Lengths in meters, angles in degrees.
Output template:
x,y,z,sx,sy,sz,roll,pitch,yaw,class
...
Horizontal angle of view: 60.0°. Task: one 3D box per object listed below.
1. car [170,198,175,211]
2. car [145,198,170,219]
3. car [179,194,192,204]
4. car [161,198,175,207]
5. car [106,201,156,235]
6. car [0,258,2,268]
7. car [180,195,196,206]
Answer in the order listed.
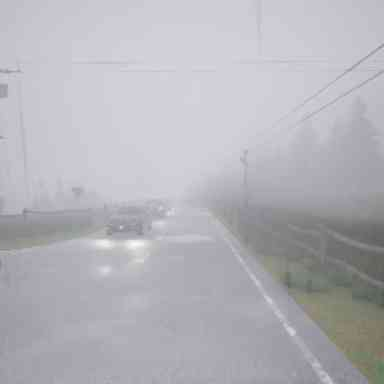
x,y,z,sx,sy,sz,roll,pitch,yaw,class
-3.353,1.471,39.427,1.837,1.490,4.892,0,0,-1,car
-3.291,1.328,28.499,2.097,1.767,4.553,0,0,0,car
-1.223,1.298,63.849,2.097,1.767,4.553,0,0,-6,car
-3.659,1.557,51.297,1.895,1.301,4.718,0,0,-2,car
-3.380,1.489,18.577,1.837,1.490,4.892,0,0,1,car
-6.969,1.507,8.098,4.181,1.385,1.994,1,0,10,car
-0.498,1.306,53.795,2.097,1.767,4.553,0,0,-4,car
